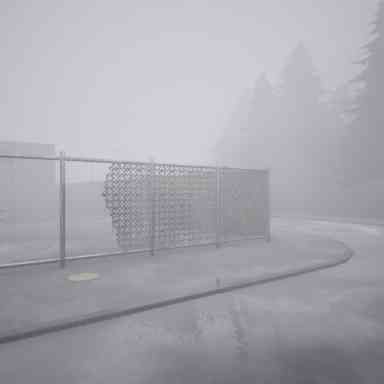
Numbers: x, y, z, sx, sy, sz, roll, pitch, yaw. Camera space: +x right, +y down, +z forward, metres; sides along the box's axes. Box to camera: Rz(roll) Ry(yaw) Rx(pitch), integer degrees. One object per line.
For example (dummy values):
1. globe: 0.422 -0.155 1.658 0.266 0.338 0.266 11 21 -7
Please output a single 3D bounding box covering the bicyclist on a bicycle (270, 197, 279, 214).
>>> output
1. bicyclist on a bicycle: 7.935 1.349 32.468 1.656 1.620 0.582 0 0 -36
